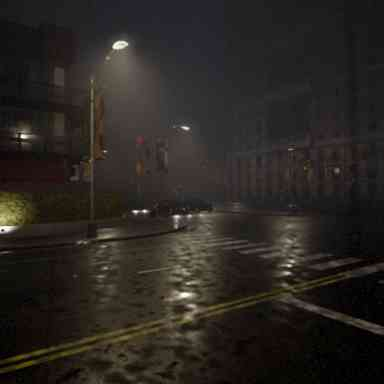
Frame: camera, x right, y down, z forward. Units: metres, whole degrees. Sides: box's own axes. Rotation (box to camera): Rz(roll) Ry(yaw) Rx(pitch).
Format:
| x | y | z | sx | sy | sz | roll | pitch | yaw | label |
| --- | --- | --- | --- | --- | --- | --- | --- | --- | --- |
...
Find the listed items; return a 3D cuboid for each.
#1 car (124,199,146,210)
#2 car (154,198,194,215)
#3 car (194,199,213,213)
| x | y | z | sx | sy | sz | roll | pitch | yaw | label |
| --- | --- | --- | --- | --- | --- | --- | --- | --- | --- |
| -7.455 | 1.560 | 42.321 | 1.994 | 1.385 | 4.181 | 0 | 0 | -35 | car |
| -2.185 | 1.501 | 34.731 | 1.837 | 1.490 | 4.892 | 0 | 0 | -35 | car |
| 0.339 | 1.473 | 37.231 | 1.882 | 1.535 | 5.008 | 0 | 0 | -35 | car |
